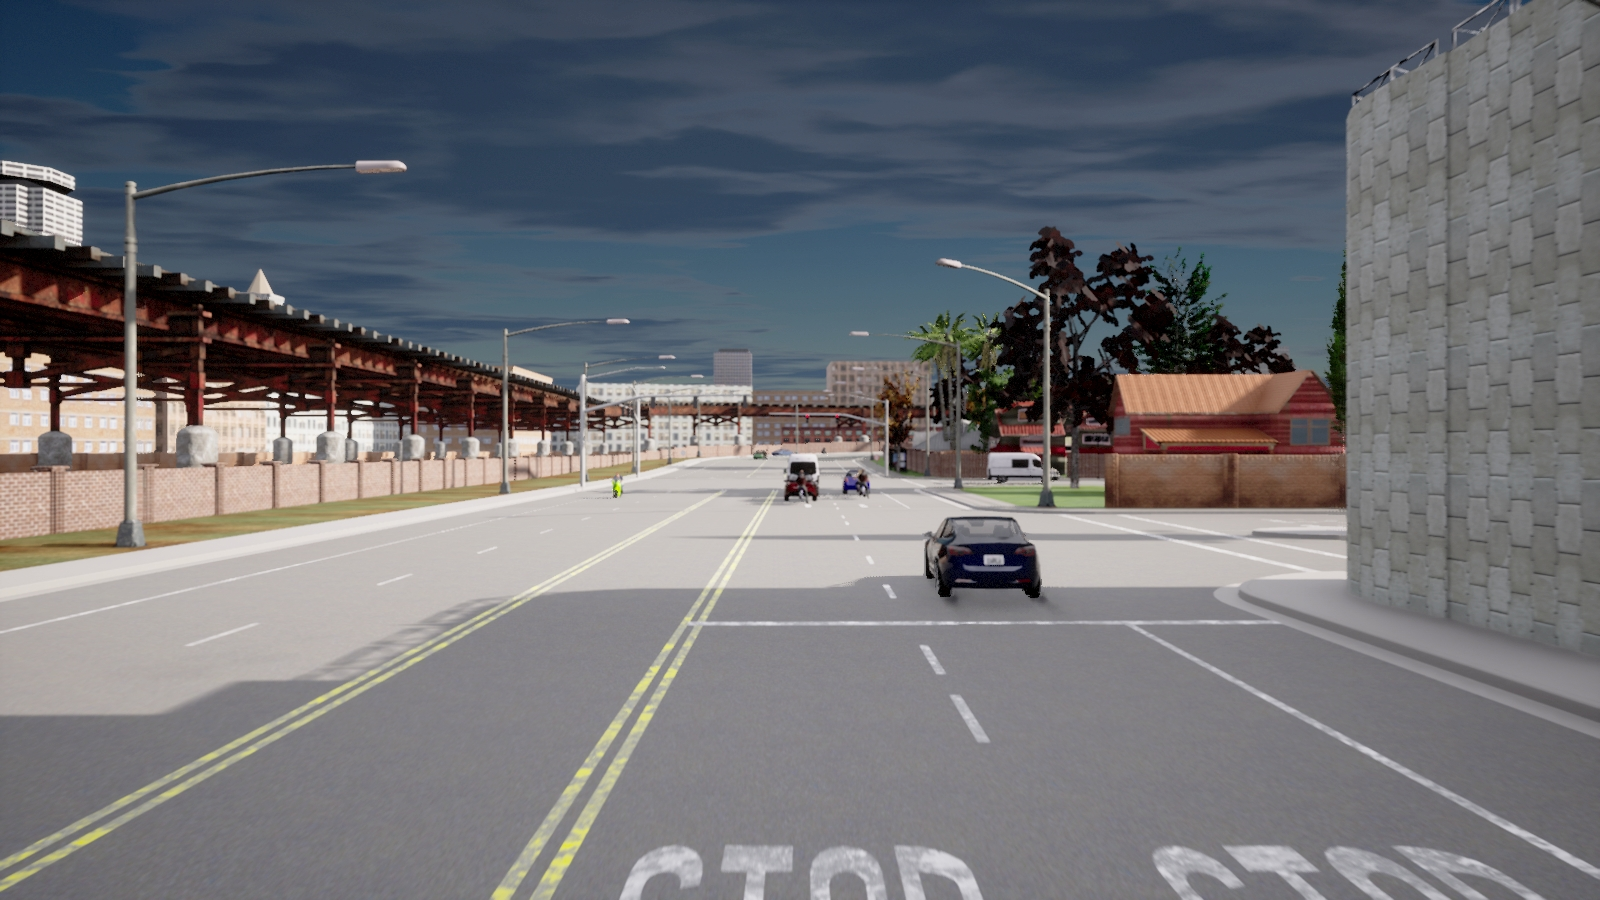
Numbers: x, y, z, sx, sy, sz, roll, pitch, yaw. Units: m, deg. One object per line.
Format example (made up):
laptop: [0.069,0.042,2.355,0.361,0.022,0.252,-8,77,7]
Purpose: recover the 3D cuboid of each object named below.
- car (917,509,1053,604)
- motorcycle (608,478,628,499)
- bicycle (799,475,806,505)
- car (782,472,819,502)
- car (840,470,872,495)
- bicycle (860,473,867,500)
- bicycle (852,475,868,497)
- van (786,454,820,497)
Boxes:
car: [3.619,2.063,23.295,2.163,1.488,4.792,0,0,2]
motorcycle: [-10.416,2.211,65.485,0.803,1.145,2.033,0,0,0]
bicycle: [0.123,2.045,58.472,0.329,1.496,1.835,-1,0,0]
car: [0.041,2.039,63.678,2.007,1.525,4.514,0,0,0]
car: [3.557,2.038,72.976,1.845,1.501,3.633,0,0,0]
bicycle: [3.590,2.048,64.752,0.329,1.496,1.835,0,0,0]
bicycle: [3.584,2.145,68.381,0.859,1.301,1.487,0,0,0]
van: [0.156,1.534,70.658,1.988,2.561,5.915,0,0,-1]
